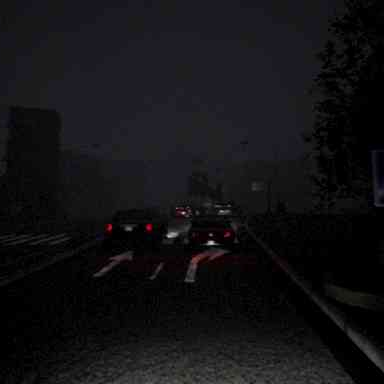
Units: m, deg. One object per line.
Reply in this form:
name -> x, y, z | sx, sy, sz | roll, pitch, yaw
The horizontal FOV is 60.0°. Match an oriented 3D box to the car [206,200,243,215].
car -> 3.280, 1.427, 29.684 | 2.128, 1.511, 4.902 | -3, -2, 20

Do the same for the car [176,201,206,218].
car -> 0.078, 1.580, 30.412 | 1.837, 1.490, 4.892 | -3, -2, 20

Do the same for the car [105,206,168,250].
car -> -2.386, 1.484, 15.283 | 2.097, 1.767, 4.553 | -1, 0, 3

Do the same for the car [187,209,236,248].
car -> 0.863, 1.682, 15.150 | 1.895, 1.301, 4.718 | -1, 0, 3
